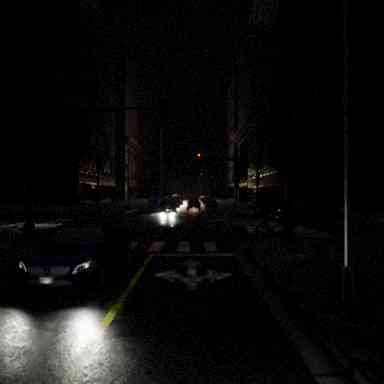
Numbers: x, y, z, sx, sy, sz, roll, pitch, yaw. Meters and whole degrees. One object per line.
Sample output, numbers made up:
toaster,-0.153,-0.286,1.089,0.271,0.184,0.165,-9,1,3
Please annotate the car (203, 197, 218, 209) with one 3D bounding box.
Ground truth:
car,2.901,1.769,49.869,1.947,1.339,4.313,0,0,0

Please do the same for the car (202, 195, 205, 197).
car,3.017,1.836,66.816,1.802,1.307,4.206,0,0,0

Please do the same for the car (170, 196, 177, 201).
car,-5.314,1.857,95.115,1.887,1.381,4.507,0,0,0

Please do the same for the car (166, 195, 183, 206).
car,-2.844,1.687,51.844,1.882,1.535,5.008,0,0,0

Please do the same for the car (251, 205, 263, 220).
car,8.071,1.504,29.150,5.566,2.045,2.150,1,0,0

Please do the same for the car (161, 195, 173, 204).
car,-5.468,1.583,72.522,2.192,1.841,5.009,0,0,0

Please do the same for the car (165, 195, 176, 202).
car,-5.391,1.607,83.819,2.192,1.841,5.009,0,0,0

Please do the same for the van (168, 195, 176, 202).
van,-5.352,1.644,89.467,1.690,1.788,3.998,0,0,0

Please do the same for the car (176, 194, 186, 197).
car,-2.757,1.592,61.589,2.097,1.767,4.553,0,0,1

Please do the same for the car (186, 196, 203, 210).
car,0.256,1.697,46.240,1.837,1.490,4.892,0,0,1

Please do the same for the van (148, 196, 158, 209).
van,-5.623,1.544,49.927,1.690,1.788,3.998,0,0,0

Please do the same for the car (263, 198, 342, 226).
car,8.729,1.485,25.643,5.566,2.045,2.150,1,-1,-4

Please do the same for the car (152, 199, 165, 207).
car,-5.585,1.804,55.575,1.802,1.307,4.206,0,0,0

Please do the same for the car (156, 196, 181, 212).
car,-2.909,1.669,42.405,2.128,1.511,4.902,0,0,1

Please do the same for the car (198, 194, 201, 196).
car,3.210,1.894,95.060,1.802,1.307,4.206,0,0,0

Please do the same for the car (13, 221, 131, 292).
car,-2.929,1.571,9.184,1.812,1.442,4.674,0,0,2
